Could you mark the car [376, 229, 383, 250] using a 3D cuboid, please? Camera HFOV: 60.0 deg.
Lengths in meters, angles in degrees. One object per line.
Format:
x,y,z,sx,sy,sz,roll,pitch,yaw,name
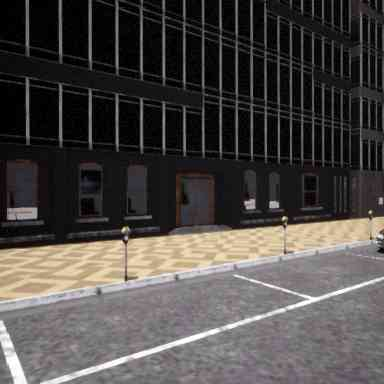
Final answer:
8.819,1.542,12.851,4.403,1.369,2.008,0,0,-36,car
